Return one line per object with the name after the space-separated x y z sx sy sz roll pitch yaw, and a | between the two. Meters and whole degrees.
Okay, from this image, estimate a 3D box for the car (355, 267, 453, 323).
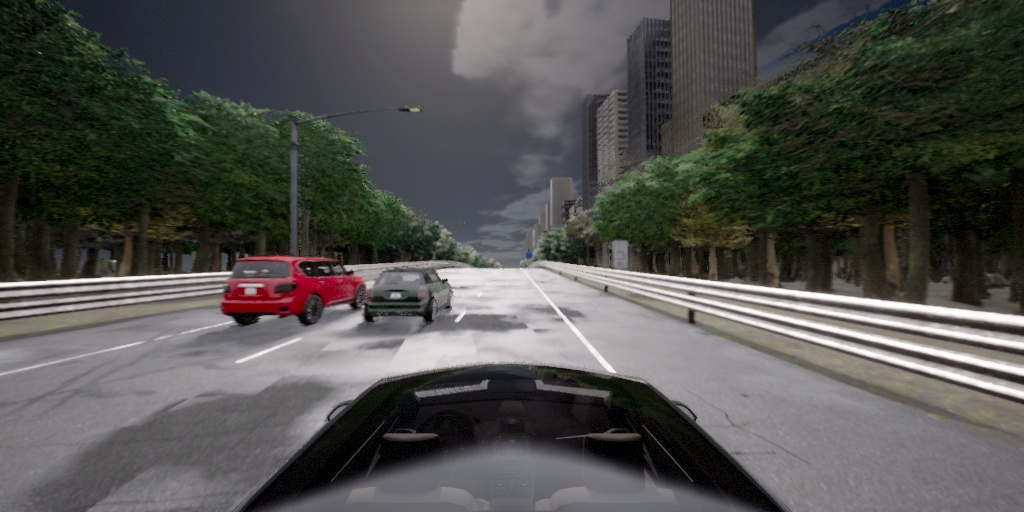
-3.402 1.176 12.627 2.097 1.767 4.553 0 0 0 | car

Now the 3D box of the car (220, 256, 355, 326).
-6.902 1.042 12.152 2.150 2.045 5.566 0 0 0 | car
